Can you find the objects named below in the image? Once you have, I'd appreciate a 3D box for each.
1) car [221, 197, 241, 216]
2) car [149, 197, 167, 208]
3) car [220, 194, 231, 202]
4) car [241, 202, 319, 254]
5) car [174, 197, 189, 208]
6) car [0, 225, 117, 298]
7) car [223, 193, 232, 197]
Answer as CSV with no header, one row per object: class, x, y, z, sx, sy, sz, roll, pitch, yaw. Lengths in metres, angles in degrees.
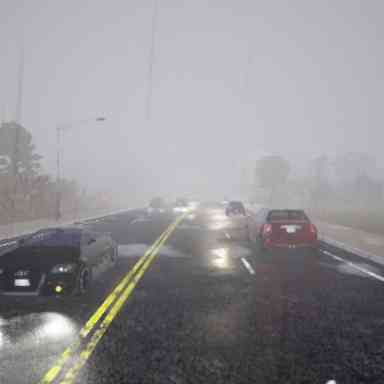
car,4.153,1.543,32.511,1.812,1.442,4.674,0,0,3
car,-4.887,1.489,48.157,1.882,1.535,5.008,0,0,4
car,7.171,1.590,73.564,1.895,1.301,4.718,0,0,6
car,3.520,1.365,13.809,2.097,1.767,4.553,0,0,1
car,-1.515,1.503,49.763,2.128,1.511,4.902,0,0,4
car,-3.270,1.569,8.447,1.994,1.385,4.181,0,0,1
car,8.403,1.404,84.388,2.033,1.649,4.856,0,0,7
